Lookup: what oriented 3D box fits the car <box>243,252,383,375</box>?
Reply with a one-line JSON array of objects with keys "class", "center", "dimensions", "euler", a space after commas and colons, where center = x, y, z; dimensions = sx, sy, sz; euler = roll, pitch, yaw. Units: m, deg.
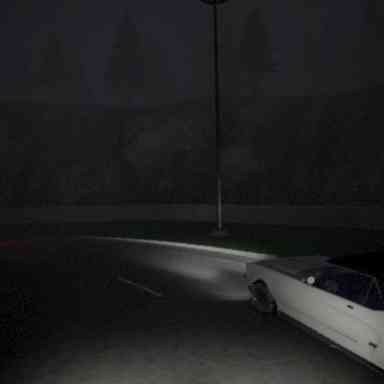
[{"class": "car", "center": [2.578, 1.538, 4.786], "dimensions": [1.895, 1.301, 4.718], "euler": [-1, 0, -20]}]
